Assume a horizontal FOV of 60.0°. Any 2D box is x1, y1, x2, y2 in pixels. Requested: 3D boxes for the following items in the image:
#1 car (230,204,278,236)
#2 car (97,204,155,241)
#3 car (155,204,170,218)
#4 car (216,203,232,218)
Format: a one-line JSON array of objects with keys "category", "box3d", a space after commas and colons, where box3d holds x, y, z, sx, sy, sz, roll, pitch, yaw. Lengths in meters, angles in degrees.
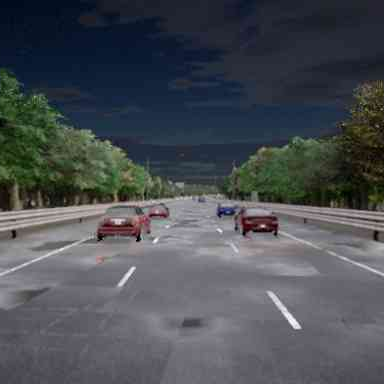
[{"category": "car", "box3d": [3.601, 1.619, 19.368, 1.882, 1.535, 5.008, 0, -1, 0]}, {"category": "car", "box3d": [-3.401, 1.465, 17.453, 2.097, 1.767, 4.553, 0, -1, 0]}, {"category": "car", "box3d": [-3.398, 1.938, 34.507, 1.994, 1.385, 4.181, 0, -1, 0]}, {"category": "car", "box3d": [3.602, 1.866, 35.419, 1.882, 1.535, 5.008, 0, -1, 0]}]
